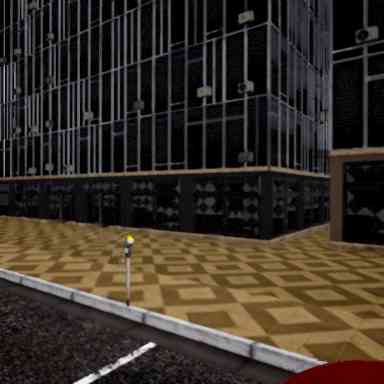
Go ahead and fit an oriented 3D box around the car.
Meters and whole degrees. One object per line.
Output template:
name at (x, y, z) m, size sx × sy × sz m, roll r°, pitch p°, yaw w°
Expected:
car at (2.387, 1.553, 1.175) m, size 4.507 × 1.381 × 1.887 m, roll 0°, pitch 0°, yaw 35°
